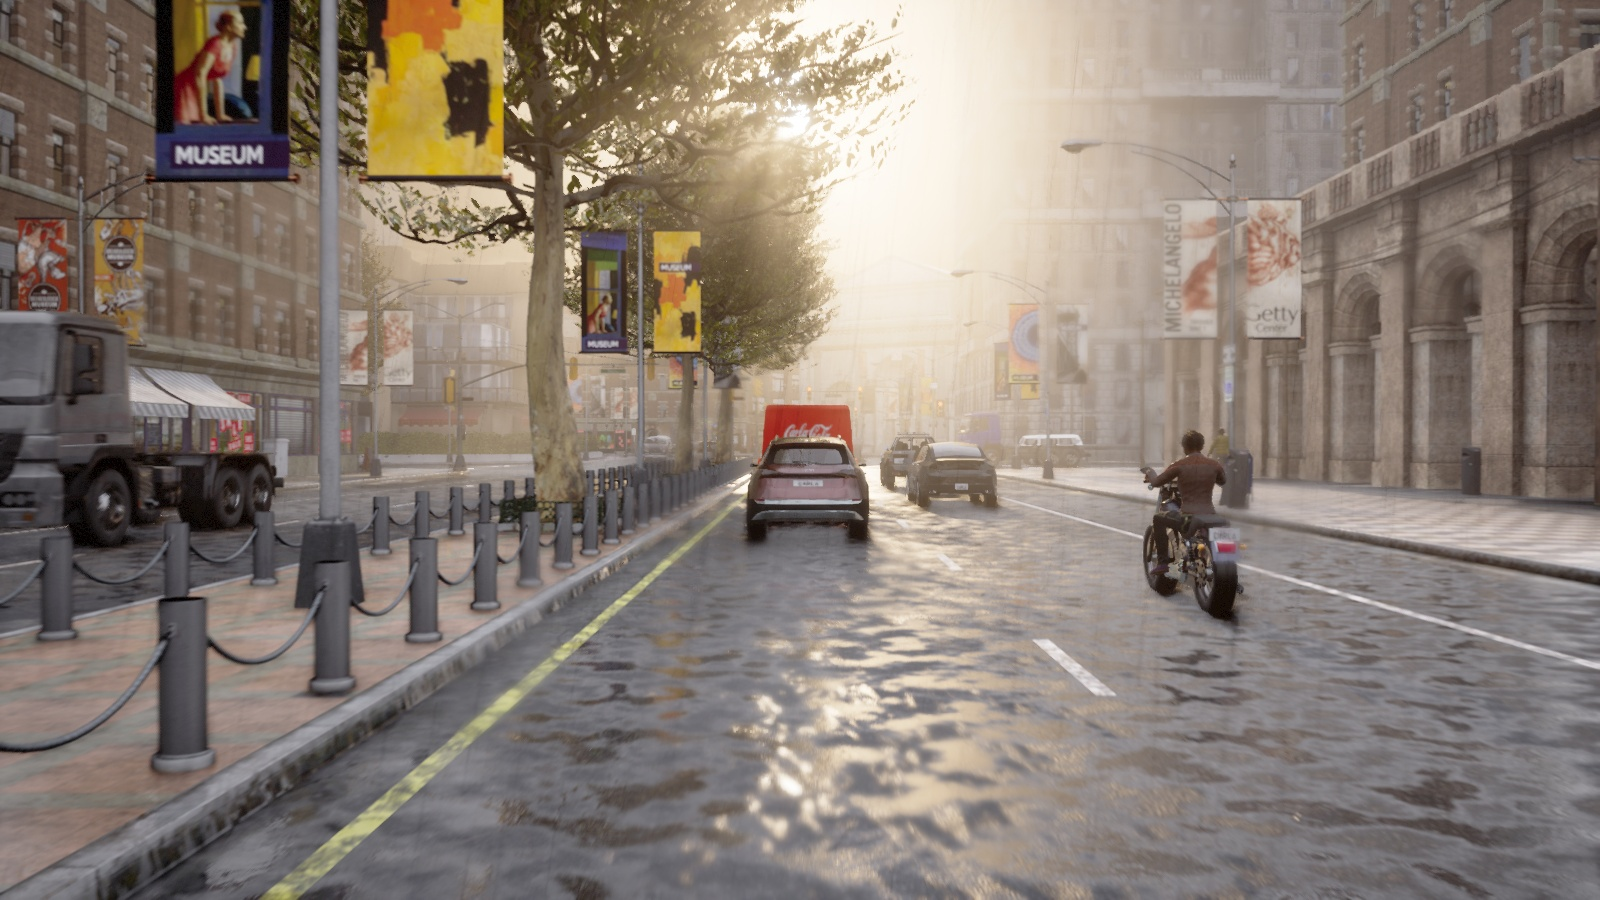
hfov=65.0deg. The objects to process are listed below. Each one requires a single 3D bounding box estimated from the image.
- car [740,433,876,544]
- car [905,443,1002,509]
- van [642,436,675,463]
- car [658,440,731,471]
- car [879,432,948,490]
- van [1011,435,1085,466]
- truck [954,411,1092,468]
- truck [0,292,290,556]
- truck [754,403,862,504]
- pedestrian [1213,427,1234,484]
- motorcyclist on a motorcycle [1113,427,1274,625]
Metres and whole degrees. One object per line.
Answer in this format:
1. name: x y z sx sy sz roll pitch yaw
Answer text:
1. car: 0.136 0.557 21.184 2.033 1.649 4.856 0 0 0
2. car: 3.691 0.580 31.017 1.837 1.490 4.892 0 0 0
3. van: -10.901 -0.085 96.939 2.069 2.038 4.480 0 0 0
4. car: -5.669 0.257 67.980 1.851 1.617 3.988 0 0 33
5. car: 3.756 0.327 42.378 1.932 1.855 4.605 0 0 0
6. van: 16.182 0.019 81.982 4.480 2.038 2.069 0 1 2
7. truck: 13.791 -0.664 78.042 7.936 3.462 2.891 0 0 -5
8. truck: -11.369 -0.360 20.414 2.891 3.462 7.936 0 0 0
9. truck: 0.204 0.073 33.137 2.627 2.467 5.204 0 0 0
10. pedestrian: 13.787 0.184 40.872 0.431 1.840 0.709 0 0 0
11. motorcyclist on a motorcycle: 3.582 0.634 11.657 0.766 1.649 2.350 0 0 0
